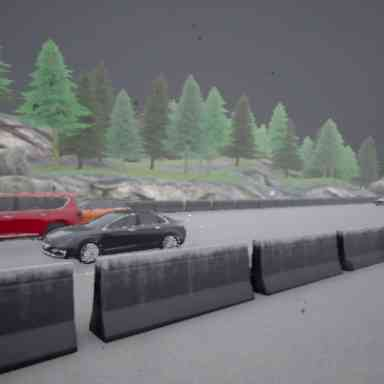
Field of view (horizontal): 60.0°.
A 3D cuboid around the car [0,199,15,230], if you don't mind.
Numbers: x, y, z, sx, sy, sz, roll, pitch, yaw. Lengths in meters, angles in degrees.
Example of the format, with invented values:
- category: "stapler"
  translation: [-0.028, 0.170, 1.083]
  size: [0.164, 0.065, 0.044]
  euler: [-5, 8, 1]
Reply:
- category: "car"
  translation: [-12.038, 1.175, 17.056]
  size: [4.902, 1.511, 2.128]
  euler: [1, 0, -39]

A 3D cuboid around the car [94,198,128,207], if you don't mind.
- category: "car"
  translation: [-5.404, 1.139, 17.896]
  size: [4.553, 1.767, 2.097]
  euler: [1, 1, -39]

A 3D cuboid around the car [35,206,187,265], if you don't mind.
- category: "car"
  translation: [-2.407, 1.387, 11.328]
  size: [4.892, 1.490, 1.837]
  euler: [1, 0, -39]

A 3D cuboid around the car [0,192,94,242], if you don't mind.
- category: "car"
  translation: [-6.821, 1.024, 12.265]
  size: [5.566, 2.045, 2.150]
  euler: [1, 1, -39]

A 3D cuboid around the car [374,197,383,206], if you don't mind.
- category: "car"
  translation: [29.642, 1.376, 50.493]
  size: [5.357, 1.411, 2.033]
  euler: [0, 1, -38]
